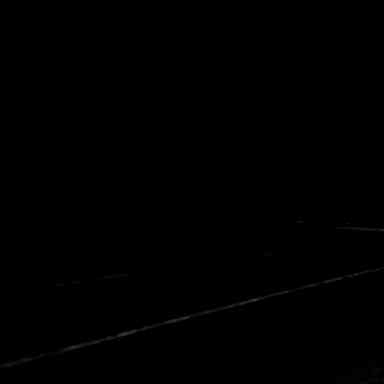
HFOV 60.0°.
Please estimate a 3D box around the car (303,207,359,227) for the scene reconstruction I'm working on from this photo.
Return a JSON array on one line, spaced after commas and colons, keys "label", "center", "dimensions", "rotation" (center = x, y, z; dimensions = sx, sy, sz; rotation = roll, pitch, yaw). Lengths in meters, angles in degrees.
[{"label": "car", "center": [11.928, 2.136, 28.846], "dimensions": [1.882, 1.535, 5.008], "rotation": [3, -1, -28]}]
